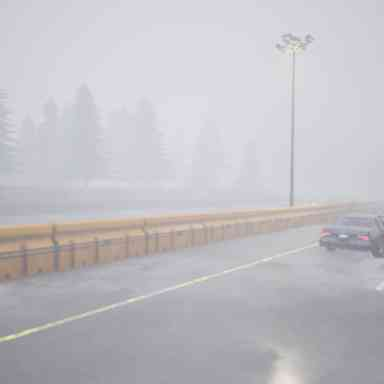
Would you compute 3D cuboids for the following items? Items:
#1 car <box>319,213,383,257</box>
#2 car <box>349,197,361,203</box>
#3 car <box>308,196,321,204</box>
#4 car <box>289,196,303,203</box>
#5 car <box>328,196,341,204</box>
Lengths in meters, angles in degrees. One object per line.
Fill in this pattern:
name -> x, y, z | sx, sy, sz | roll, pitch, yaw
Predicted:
car -> 6.795, 1.556, 13.176 | 2.033, 1.411, 5.357 | 1, 0, 41
car -> 30.029, 1.582, 61.131 | 2.033, 1.411, 5.357 | 1, 0, 30
car -> 23.731, 1.450, 64.209 | 2.128, 1.511, 4.902 | 1, 0, 30
car -> 20.590, 1.424, 65.738 | 2.033, 1.411, 5.357 | 1, 0, 30
car -> 26.878, 1.465, 62.674 | 1.882, 1.535, 5.008 | 1, 0, 30
